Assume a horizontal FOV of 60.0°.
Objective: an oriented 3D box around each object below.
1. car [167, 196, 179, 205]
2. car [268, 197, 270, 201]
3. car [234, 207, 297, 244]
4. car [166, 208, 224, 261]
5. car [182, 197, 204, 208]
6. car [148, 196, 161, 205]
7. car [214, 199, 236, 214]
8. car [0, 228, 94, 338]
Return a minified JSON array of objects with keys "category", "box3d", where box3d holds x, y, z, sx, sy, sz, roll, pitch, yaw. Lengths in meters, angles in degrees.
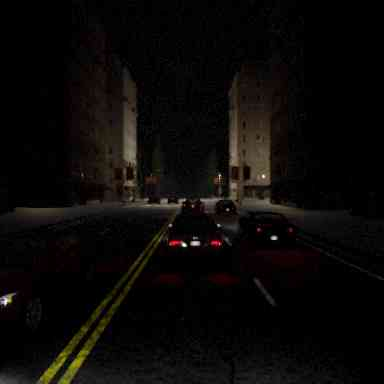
[{"category":"car","box3d":[-3.261,1.415,57.859,1.837,1.490,4.892,0,0,0]},{"category":"car","box3d":[18.904,1.282,73.386,4.097,1.590,1.967,0,0,0]},{"category":"car","box3d":[3.352,1.571,15.745,1.895,1.301,4.718,0,0,0]},{"category":"car","box3d":[0.096,1.524,12.076,2.033,1.411,5.357,0,0,0]},{"category":"car","box3d":[0.094,1.292,32.136,2.097,1.767,4.553,0,0,0]},{"category":"car","box3d":[-6.512,1.374,57.799,1.882,1.535,5.008,0,0,0]},{"category":"car","box3d":[3.344,1.463,33.424,1.812,1.442,4.674,0,0,0]},{"category":"car","box3d":[-3.352,1.512,6.718,1.812,1.442,4.674,0,0,0]}]
